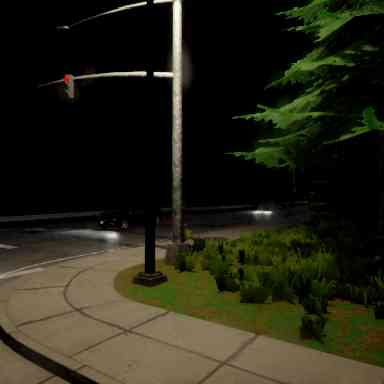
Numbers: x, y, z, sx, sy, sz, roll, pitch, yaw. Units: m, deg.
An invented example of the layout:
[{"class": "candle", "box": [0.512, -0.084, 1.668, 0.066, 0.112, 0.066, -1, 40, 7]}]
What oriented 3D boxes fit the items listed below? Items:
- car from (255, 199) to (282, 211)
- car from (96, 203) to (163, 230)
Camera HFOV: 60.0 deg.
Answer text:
[{"class": "car", "box": [9.186, 1.537, 39.819, 1.994, 1.385, 4.181, 0, 0, 36]}, {"class": "car", "box": [-3.831, 1.475, 21.120, 1.837, 1.490, 4.892, 0, 1, 34]}]
